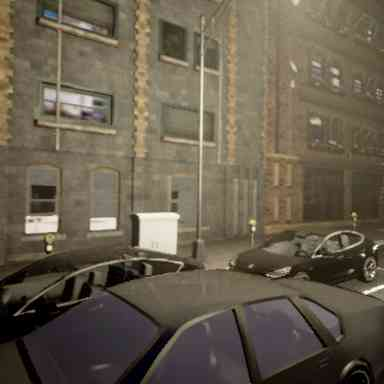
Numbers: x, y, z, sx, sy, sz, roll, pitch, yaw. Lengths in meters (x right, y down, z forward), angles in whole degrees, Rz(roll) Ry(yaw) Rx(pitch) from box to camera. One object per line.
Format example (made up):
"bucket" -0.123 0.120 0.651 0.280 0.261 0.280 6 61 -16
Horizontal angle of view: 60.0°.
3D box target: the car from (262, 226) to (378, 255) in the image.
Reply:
"car" 2.866 1.553 8.125 4.313 1.339 1.947 0 1 -35

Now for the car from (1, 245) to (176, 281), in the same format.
"car" -1.662 1.565 4.895 4.313 1.339 1.947 0 1 -35

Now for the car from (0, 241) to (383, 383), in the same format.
"car" -0.103 1.546 2.997 5.357 1.411 2.033 0 0 -35
